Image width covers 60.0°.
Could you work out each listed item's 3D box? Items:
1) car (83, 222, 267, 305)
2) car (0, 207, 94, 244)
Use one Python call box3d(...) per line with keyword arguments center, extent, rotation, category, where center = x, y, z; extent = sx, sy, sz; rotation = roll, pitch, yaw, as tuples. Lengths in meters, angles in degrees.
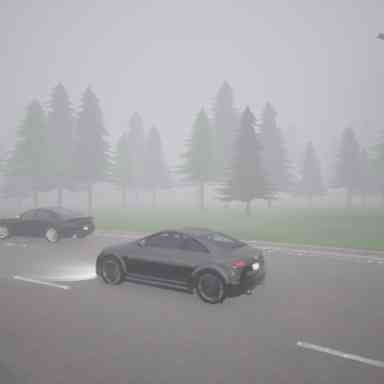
box3d(center=(-0.349, 1.543, 8.078), extent=(4.181, 1.385, 1.994), rotation=(0, 0, 32), category="car")
box3d(center=(-6.957, 1.456, 15.724), extent=(5.008, 1.535, 1.882), rotation=(0, 0, 24), category="car")
